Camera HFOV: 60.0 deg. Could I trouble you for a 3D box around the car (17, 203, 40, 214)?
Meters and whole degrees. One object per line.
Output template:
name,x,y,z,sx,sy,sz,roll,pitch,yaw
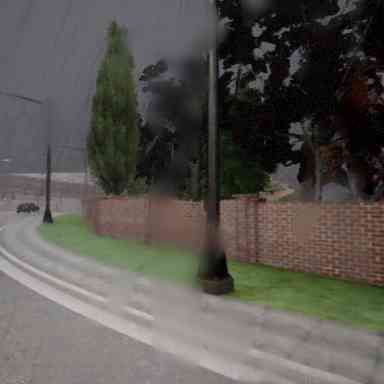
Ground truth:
car,-24.044,2.394,49.080,1.837,1.490,4.892,-1,-2,-4
